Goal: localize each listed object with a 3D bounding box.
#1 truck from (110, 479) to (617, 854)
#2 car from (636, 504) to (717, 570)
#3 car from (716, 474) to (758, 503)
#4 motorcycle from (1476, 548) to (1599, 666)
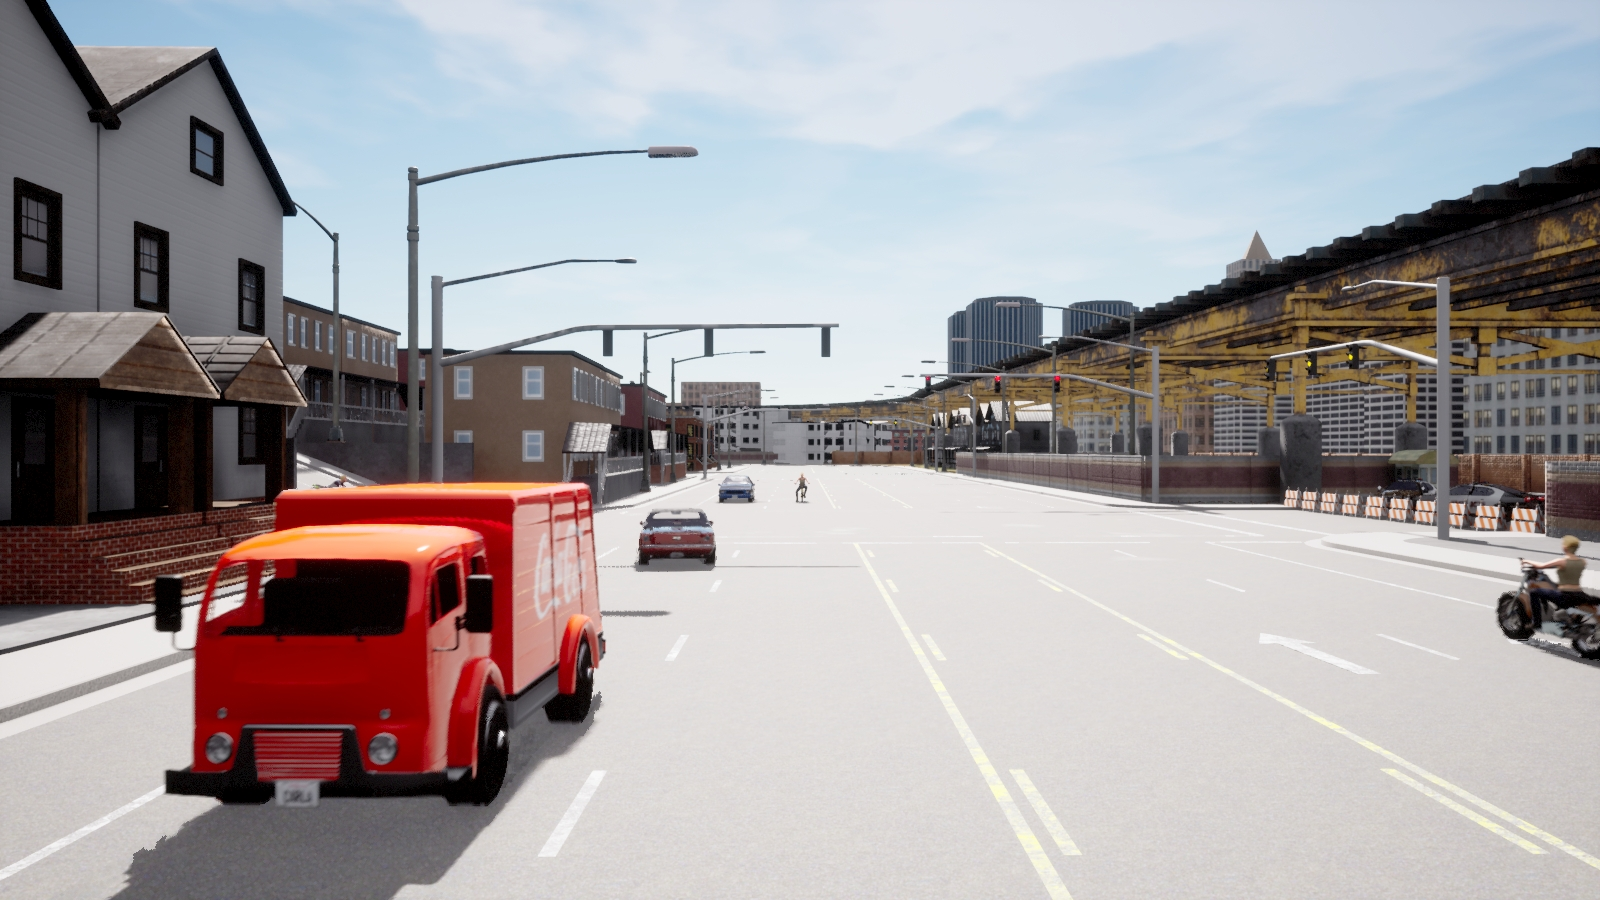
[{"bbox_3d":[-3.459,1.568,10.543,2.627,2.467,5.204,0,0,1],"label":"truck"},{"bbox_3d":[-3.146,2.155,29.078,1.895,1.301,4.718,0,0,-6],"label":"car"},{"bbox_3d":[-3.449,2.106,63.014,2.033,1.411,5.357,0,0,0],"label":"car"},{"bbox_3d":[10.513,2.132,15.953,0.764,1.332,2.356,0,0,0],"label":"motorcycle"}]
